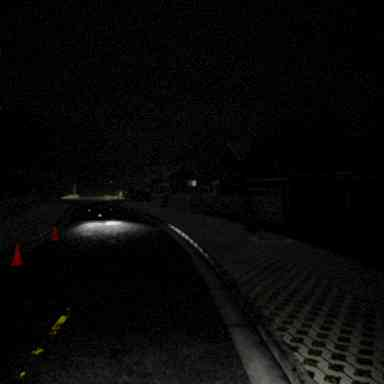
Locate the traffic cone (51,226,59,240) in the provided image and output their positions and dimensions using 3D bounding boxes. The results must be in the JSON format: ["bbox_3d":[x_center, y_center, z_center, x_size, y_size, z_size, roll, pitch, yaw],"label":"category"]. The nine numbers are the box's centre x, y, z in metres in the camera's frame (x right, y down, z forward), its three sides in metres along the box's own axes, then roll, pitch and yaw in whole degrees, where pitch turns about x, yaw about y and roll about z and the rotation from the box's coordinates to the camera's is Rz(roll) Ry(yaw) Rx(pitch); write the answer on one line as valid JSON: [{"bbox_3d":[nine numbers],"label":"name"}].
[{"bbox_3d":[-6.052,1.809,14.689,0.340,0.580,0.340,0,1,-12],"label":"traffic cone"}]

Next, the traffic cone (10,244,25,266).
[{"bbox_3d":[-5.205,1.860,9.919,0.340,0.580,0.340,0,1,-8],"label":"traffic cone"}]

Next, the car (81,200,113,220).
[{"bbox_3d":[-7.398,1.335,25.588,1.895,1.301,4.718,0,1,-24],"label":"car"}]
